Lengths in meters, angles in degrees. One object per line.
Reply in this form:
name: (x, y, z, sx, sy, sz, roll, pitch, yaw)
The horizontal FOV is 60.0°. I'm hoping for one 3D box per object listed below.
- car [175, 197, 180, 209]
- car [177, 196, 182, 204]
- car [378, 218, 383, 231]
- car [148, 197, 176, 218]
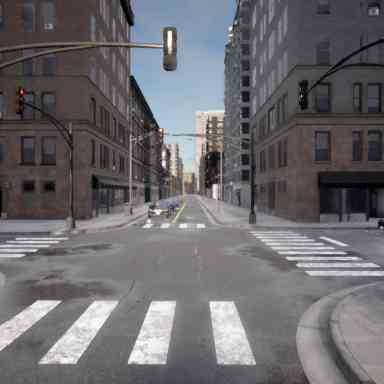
car: (-2.824, 1.617, 39.214, 1.895, 1.301, 4.718, 0, 0, 0)
car: (-2.810, 1.555, 49.090, 1.812, 1.442, 4.674, 0, 0, 0)
car: (12.379, 1.563, 17.894, 4.313, 1.339, 1.947, 0, 0, 0)
car: (-2.836, 1.499, 30.020, 2.128, 1.511, 4.902, 0, 0, 0)
